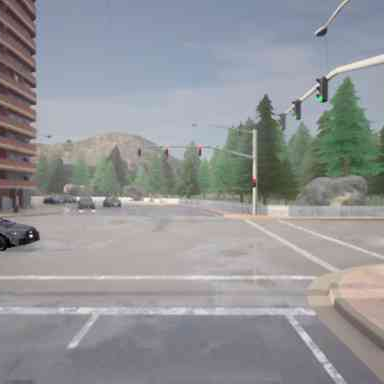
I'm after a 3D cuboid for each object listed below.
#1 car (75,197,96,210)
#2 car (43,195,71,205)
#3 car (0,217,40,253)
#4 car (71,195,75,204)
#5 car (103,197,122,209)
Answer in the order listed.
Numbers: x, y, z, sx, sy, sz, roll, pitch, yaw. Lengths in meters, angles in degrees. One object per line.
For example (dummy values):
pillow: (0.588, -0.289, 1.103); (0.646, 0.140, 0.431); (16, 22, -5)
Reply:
car: (-13.284, 1.469, 41.902); (1.837, 1.490, 4.892); (0, 0, -23)
car: (-23.019, 1.446, 55.582); (4.902, 1.511, 2.128); (0, 0, 39)
car: (-8.502, 1.604, 13.483); (4.181, 1.385, 1.994); (0, 0, 0)
car: (-22.245, 1.301, 59.489); (4.553, 1.767, 2.097); (0, 0, 37)
car: (-10.764, 1.453, 44.870); (2.128, 1.511, 4.902); (0, 0, -26)
